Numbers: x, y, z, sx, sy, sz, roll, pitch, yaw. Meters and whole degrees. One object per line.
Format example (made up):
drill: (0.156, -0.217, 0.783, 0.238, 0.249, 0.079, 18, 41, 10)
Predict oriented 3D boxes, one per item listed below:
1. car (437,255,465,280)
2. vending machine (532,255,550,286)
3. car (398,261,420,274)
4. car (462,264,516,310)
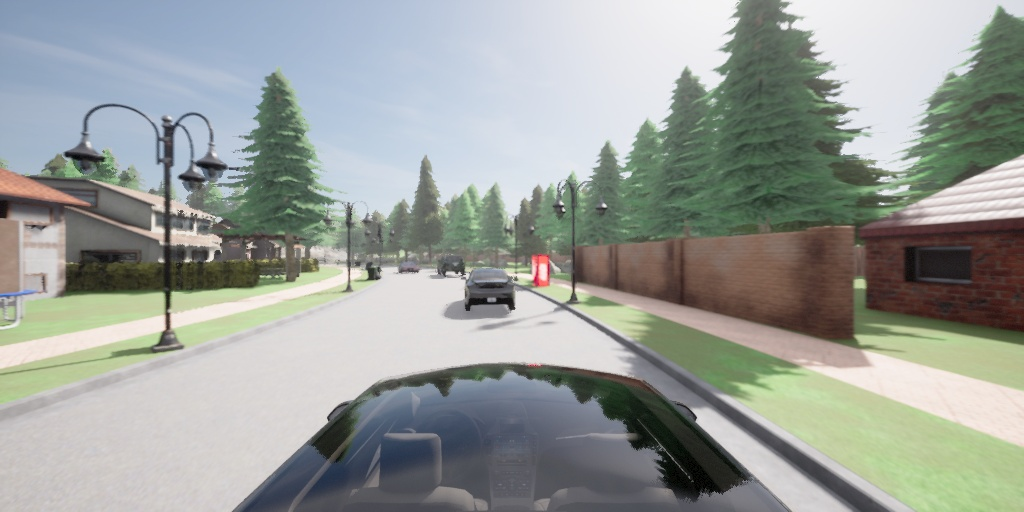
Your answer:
car: (-6.179, 0.935, 36.233, 2.150, 2.045, 5.566, 0, 0, -19)
vending machine: (1.764, 0.901, 21.862, 1.100, 2.100, 0.880, 0, 0, -11)
car: (-11.474, 1.293, 39.805, 1.994, 1.385, 4.181, 0, 0, -22)
car: (-0.990, 1.235, 14.558, 1.837, 1.490, 4.892, 0, 0, -7)
